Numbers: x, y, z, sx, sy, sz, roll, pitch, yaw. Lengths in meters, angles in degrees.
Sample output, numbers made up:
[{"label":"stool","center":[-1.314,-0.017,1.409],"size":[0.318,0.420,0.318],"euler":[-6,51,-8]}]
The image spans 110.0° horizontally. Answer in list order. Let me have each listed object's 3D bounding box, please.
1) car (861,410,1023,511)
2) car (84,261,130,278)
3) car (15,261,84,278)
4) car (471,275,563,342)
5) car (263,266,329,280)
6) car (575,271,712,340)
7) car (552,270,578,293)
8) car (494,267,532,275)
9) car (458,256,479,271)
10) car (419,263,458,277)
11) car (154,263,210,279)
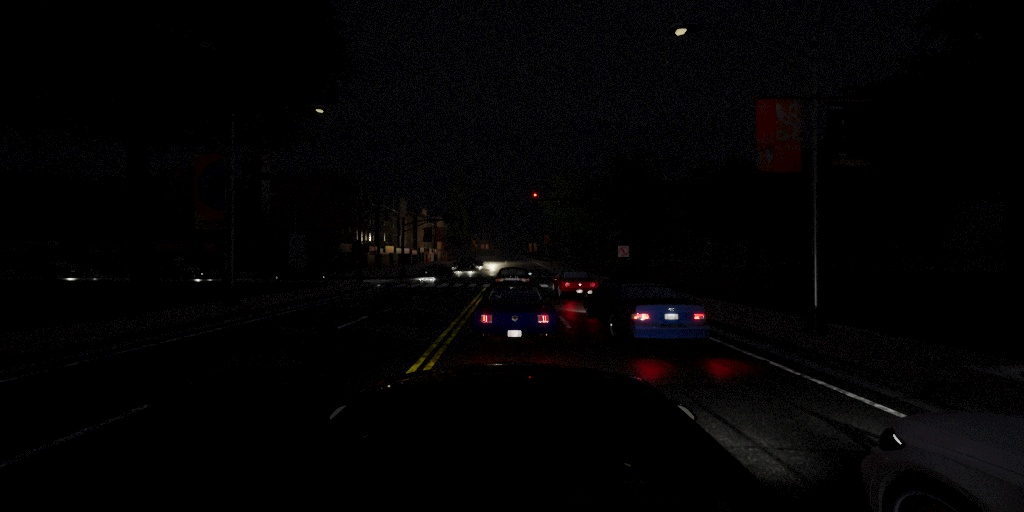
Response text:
[{"label":"car","center":[3.344,1.275,0.503],"size":[1.812,1.442,4.674],"euler":[0,0,0]},{"label":"car","center":[-35.831,1.193,33.220],"size":[5.008,1.535,1.882],"euler":[0,0,0]},{"label":"car","center":[-38.559,1.153,30.285],"size":[5.008,1.535,1.882],"euler":[0,0,0]},{"label":"car","center":[0.079,1.374,9.854],"size":[1.895,1.301,4.718],"euler":[0,0,0]},{"label":"car","center":[-18.094,1.449,30.270],"size":[4.718,1.301,1.895],"euler":[1,0,0]},{"label":"car","center":[3.329,1.321,9.979],"size":[2.033,1.411,5.357],"euler":[0,0,0]},{"label":"car","center":[3.299,1.439,19.622],"size":[1.895,1.301,4.718],"euler":[0,0,0]},{"label":"car","center":[0.047,1.313,19.194],"size":[1.882,1.535,5.008],"euler":[0,0,0]},{"label":"car","center":[-6.601,1.037,52.512],"size":[2.150,2.045,5.566],"euler":[0,0,1]},{"label":"car","center":[-7.806,1.453,37.225],"size":[1.994,1.385,4.181],"euler":[0,0,19]},{"label":"car","center":[-28.161,1.318,30.267],"size":[4.181,1.385,1.994],"euler":[0,0,0]}]
